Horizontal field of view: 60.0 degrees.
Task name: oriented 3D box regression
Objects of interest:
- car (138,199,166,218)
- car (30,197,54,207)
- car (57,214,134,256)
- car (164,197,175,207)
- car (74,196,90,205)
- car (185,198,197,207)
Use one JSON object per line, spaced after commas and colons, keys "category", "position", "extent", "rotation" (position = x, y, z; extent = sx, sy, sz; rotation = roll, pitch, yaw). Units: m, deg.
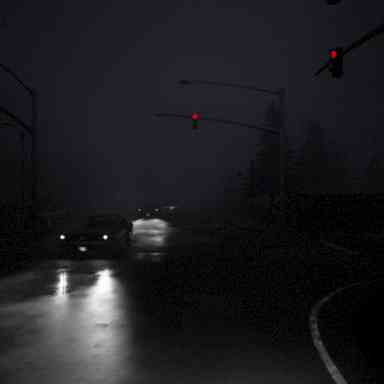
{"category": "car", "position": [-3.677, 1.596, 29.966], "extent": [1.895, 1.301, 4.718], "rotation": [0, 0, 0]}
{"category": "car", "position": [-20.626, 1.376, 45.811], "extent": [1.970, 1.475, 3.806], "rotation": [0, 0, 0]}
{"category": "car", "position": [-3.633, 1.599, 13.306], "extent": [1.895, 1.301, 4.718], "rotation": [0, 0, 0]}
{"category": "car", "position": [-3.676, 1.539, 51.674], "extent": [2.033, 1.411, 5.357], "rotation": [0, 0, 0]}
{"category": "car", "position": [-17.591, 1.365, 53.210], "extent": [1.845, 1.501, 3.633], "rotation": [0, 0, 0]}
{"category": "car", "position": [-0.131, 1.592, 51.432], "extent": [1.895, 1.301, 4.718], "rotation": [0, 0, 0]}
